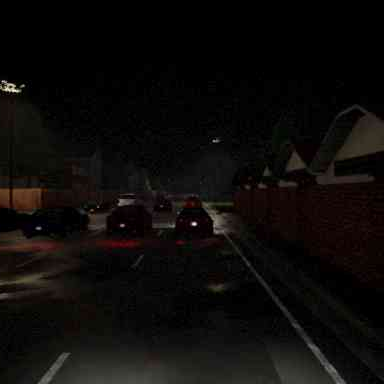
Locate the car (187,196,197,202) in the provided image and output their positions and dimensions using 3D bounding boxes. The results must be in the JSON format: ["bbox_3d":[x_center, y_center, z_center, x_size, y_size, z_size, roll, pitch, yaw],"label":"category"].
[{"bbox_3d":[0.038,1.504,73.033,2.033,1.411,5.357,0,0,0],"label":"car"}]

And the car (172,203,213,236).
[{"bbox_3d":[0.110,1.557,18.553,1.994,1.385,4.181,0,0,0],"label":"car"}]

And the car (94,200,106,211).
[{"bbox_3d":[-10.381,1.586,36.854,1.895,1.301,4.718,0,0,0],"label":"car"}]

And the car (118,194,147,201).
[{"bbox_3d":[-6.880,1.207,37.680,2.150,2.045,5.566,0,0,0],"label":"car"}]

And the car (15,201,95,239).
[{"bbox_3d":[-6.890,1.471,17.410,1.882,1.535,5.008,0,0,0],"label":"car"}]

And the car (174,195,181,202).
[{"bbox_3d":[-3.461,1.492,74.285,2.128,1.511,4.902,0,0,0],"label":"car"}]

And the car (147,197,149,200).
[{"bbox_3d":[-10.462,1.462,71.789,1.837,1.490,4.892,0,0,0],"label":"car"}]

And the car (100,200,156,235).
[{"bbox_3d":[-3.390,1.470,18.690,1.882,1.535,5.008,0,0,0],"label":"car"}]

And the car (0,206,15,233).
[{"bbox_3d":[-10.390,1.471,17.475,1.882,1.535,5.008,0,0,0],"label":"car"}]

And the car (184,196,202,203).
[{"bbox_3d":[0.119,1.337,38.059,2.097,1.767,4.553,0,0,0],"label":"car"}]

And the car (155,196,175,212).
[{"bbox_3d":[-3.380,1.548,39.150,1.994,1.385,4.181,0,0,0],"label":"car"}]
